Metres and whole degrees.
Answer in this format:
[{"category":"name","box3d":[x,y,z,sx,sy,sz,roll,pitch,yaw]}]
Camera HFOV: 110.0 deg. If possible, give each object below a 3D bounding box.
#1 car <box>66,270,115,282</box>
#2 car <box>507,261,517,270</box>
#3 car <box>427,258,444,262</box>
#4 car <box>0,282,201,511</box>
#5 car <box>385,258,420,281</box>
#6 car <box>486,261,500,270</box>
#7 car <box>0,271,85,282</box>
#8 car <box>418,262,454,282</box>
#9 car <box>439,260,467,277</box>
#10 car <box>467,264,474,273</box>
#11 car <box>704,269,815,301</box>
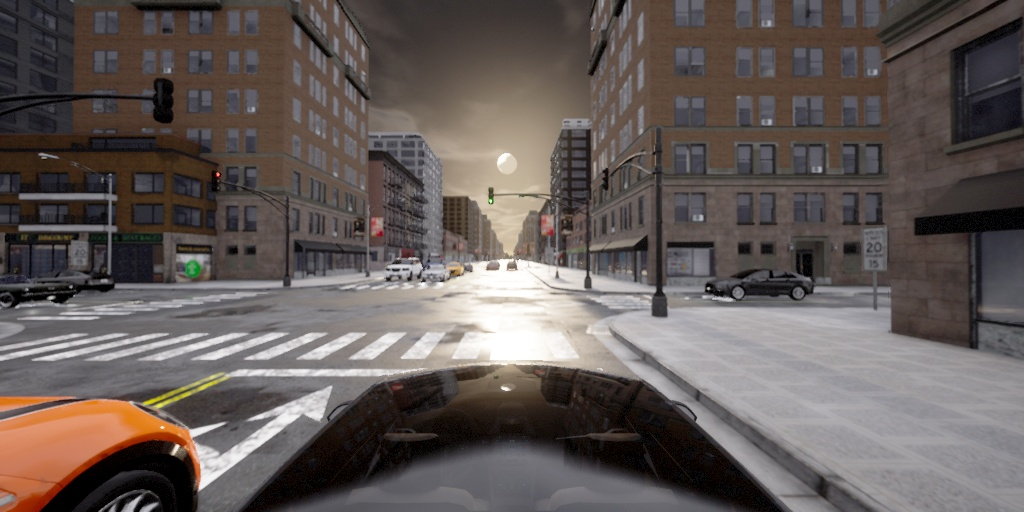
[{"category":"car","box3d":[-25.406,1.467,20.515,4.313,1.339,1.948,0,0,0]},{"category":"car","box3d":[-0.004,1.687,62.644,1.837,1.490,4.892,0,0,0]},{"category":"car","box3d":[-9.922,1.287,46.240,2.150,2.045,5.566,0,0,0]},{"category":"car","box3d":[-3.232,1.093,0.604,2.097,1.767,4.553,0,-1,0]},{"category":"car","box3d":[-9.906,1.200,33.230,2.150,2.045,5.566,0,0,0]},{"category":"car","box3d":[-3.353,1.739,61.506,1.994,1.385,4.181,0,0,0]},{"category":"car","box3d":[-21.512,1.442,15.027,4.718,1.301,1.895,0,-1,0]},{"category":"car","box3d":[-6.652,1.494,31.839,1.812,1.442,4.674,0,0,0]},{"category":"car","box3d":[-6.666,1.511,41.110,1.882,1.535,5.008,0,0,0]},{"category":"car","box3d":[-6.670,1.670,51.557,1.994,1.385,4.181,0,0,1]},{"category":"car","box3d":[12.429,1.414,18.195,4.892,1.490,1.837,0,-1,1]}]
